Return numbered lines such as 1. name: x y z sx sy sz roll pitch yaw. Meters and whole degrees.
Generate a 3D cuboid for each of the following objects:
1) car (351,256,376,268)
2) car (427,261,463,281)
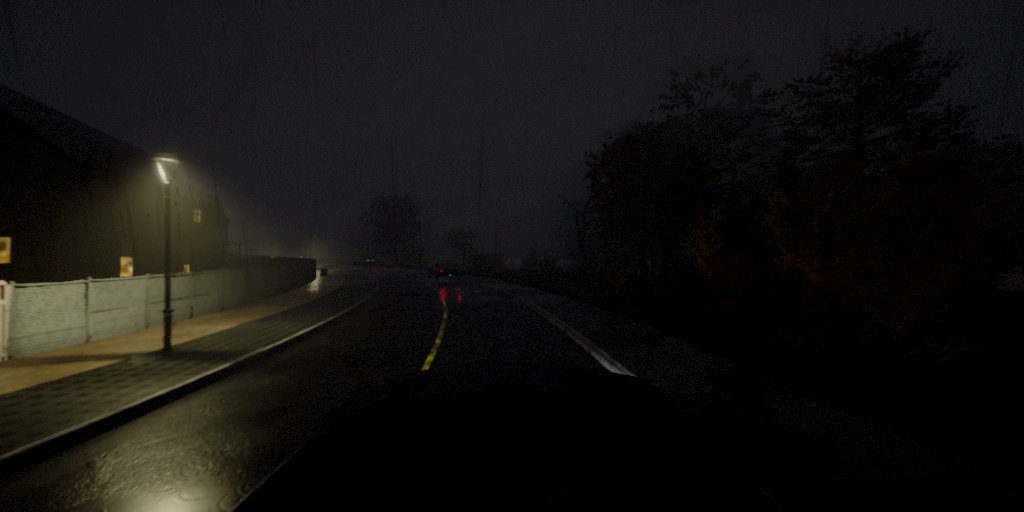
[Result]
1. car: -20.403 0.762 49.182 4.902 1.511 2.128 1 0 44
2. car: -5.117 1.036 26.976 1.895 1.301 4.718 0 0 -22
